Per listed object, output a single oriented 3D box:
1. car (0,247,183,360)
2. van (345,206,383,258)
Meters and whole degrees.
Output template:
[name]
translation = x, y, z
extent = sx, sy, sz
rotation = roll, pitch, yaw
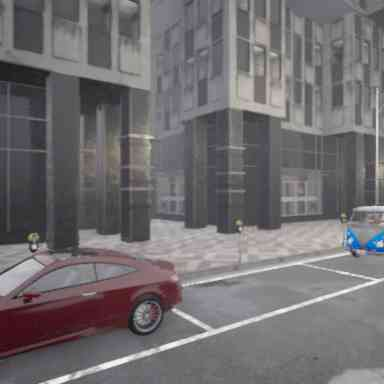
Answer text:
[car]
translation = -2.094, 1.585, 5.157
extent = 4.206, 1.307, 1.802
rotation = 0, 0, -36
[van]
translation = 7.028, 1.375, 11.665
extent = 3.998, 1.788, 1.690
rotation = 0, 0, -35
